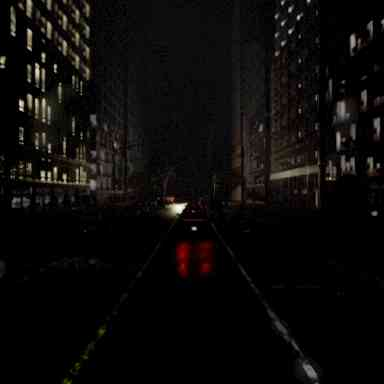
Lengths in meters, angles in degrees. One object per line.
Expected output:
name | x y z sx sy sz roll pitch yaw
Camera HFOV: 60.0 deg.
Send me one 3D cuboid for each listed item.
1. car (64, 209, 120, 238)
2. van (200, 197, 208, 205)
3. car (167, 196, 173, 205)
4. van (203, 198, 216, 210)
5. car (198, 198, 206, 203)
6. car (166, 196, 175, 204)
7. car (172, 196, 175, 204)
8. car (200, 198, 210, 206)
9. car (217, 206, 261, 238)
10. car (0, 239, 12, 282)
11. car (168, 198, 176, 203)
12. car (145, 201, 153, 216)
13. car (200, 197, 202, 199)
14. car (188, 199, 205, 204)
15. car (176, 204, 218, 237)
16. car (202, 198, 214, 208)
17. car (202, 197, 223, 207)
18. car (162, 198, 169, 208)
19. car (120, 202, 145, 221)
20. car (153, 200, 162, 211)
car | -5.678 1.717 18.621 2.008 1.369 4.403 -1 -1 0
van | 2.759 2.008 75.448 1.690 1.788 3.998 -1 0 0
car | -5.625 2.167 69.772 2.008 1.369 4.403 -1 0 0
van | 2.736 1.810 52.715 1.690 1.788 3.998 -1 -1 0
car | 2.780 2.365 92.497 2.008 1.369 4.403 -1 0 0
car | -5.609 2.079 86.824 2.192 1.841 5.009 -1 0 0
car | -5.614 2.155 81.140 1.967 1.590 4.097 -1 0 0
car | 2.754 2.057 69.764 1.967 1.590 4.097 -1 0 0
car | 2.702 1.718 18.612 2.008 1.369 4.403 -1 -1 0
car | -5.691 1.616 7.254 2.008 1.369 4.403 -1 -1 0
car | -5.601 2.395 92.506 1.802 1.307 4.206 -1 0 0
car | -5.662 1.758 35.672 1.967 1.590 4.097 -1 -1 0
car | 2.730 1.734 47.032 2.192 1.841 5.009 -1 -1 0
car | 0.138 1.849 36.302 1.812 1.442 4.674 0 -1 0
car | 0.120 1.665 19.320 2.128 1.511 4.902 0 -1 0
car | 2.743 1.958 58.397 1.967 1.590 4.097 -1 -1 0
car | 2.723 1.683 41.348 2.192 1.841 5.009 -1 -1 0
car | -5.637 2.084 58.405 1.947 1.339 4.313 -1 -1 0
car | -5.666 1.849 29.987 1.802 1.307 4.206 -1 -1 0
car | -5.649 1.942 46.869 1.752 1.417 4.829 -1 -1 0
